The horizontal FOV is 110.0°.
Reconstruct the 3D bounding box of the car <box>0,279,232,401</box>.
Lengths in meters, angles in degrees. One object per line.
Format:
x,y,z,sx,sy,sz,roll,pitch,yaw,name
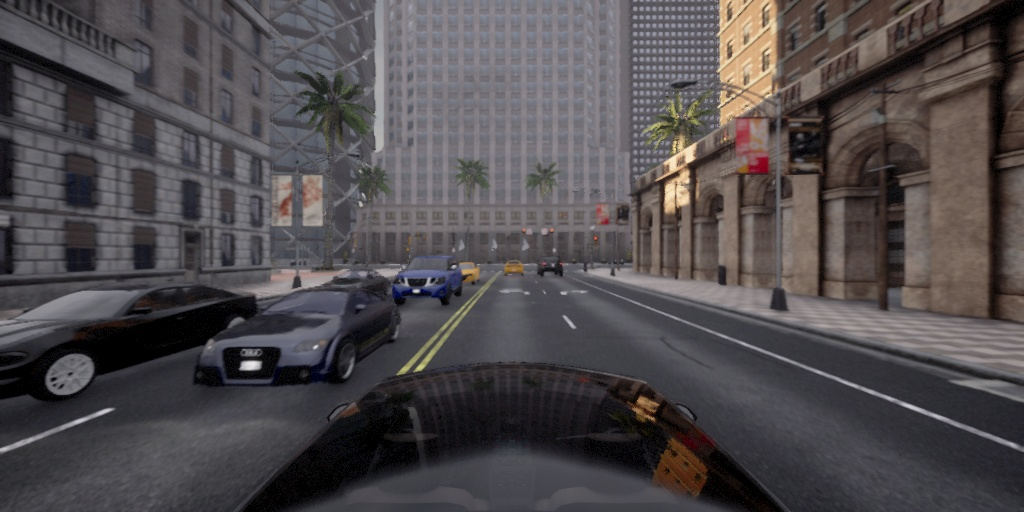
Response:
-7.104,1.239,6.643,1.882,1.535,5.008,0,0,0,car

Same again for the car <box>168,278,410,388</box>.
-3.610,1.319,6.919,1.994,1.385,4.181,0,0,-1,car

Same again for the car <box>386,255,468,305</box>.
-3.594,0.973,16.394,2.150,2.045,5.566,0,0,1,car

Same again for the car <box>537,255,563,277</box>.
3.735,0.954,35.805,2.150,2.045,5.566,0,0,-1,car

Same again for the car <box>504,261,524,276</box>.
0.224,1.216,37.159,1.882,1.535,5.008,0,0,1,car

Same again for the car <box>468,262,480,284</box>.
-3.487,1.226,26.760,1.882,1.535,5.008,0,0,1,car

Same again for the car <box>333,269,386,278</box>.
-7.099,1.322,16.537,1.994,1.385,4.181,0,0,0,car
